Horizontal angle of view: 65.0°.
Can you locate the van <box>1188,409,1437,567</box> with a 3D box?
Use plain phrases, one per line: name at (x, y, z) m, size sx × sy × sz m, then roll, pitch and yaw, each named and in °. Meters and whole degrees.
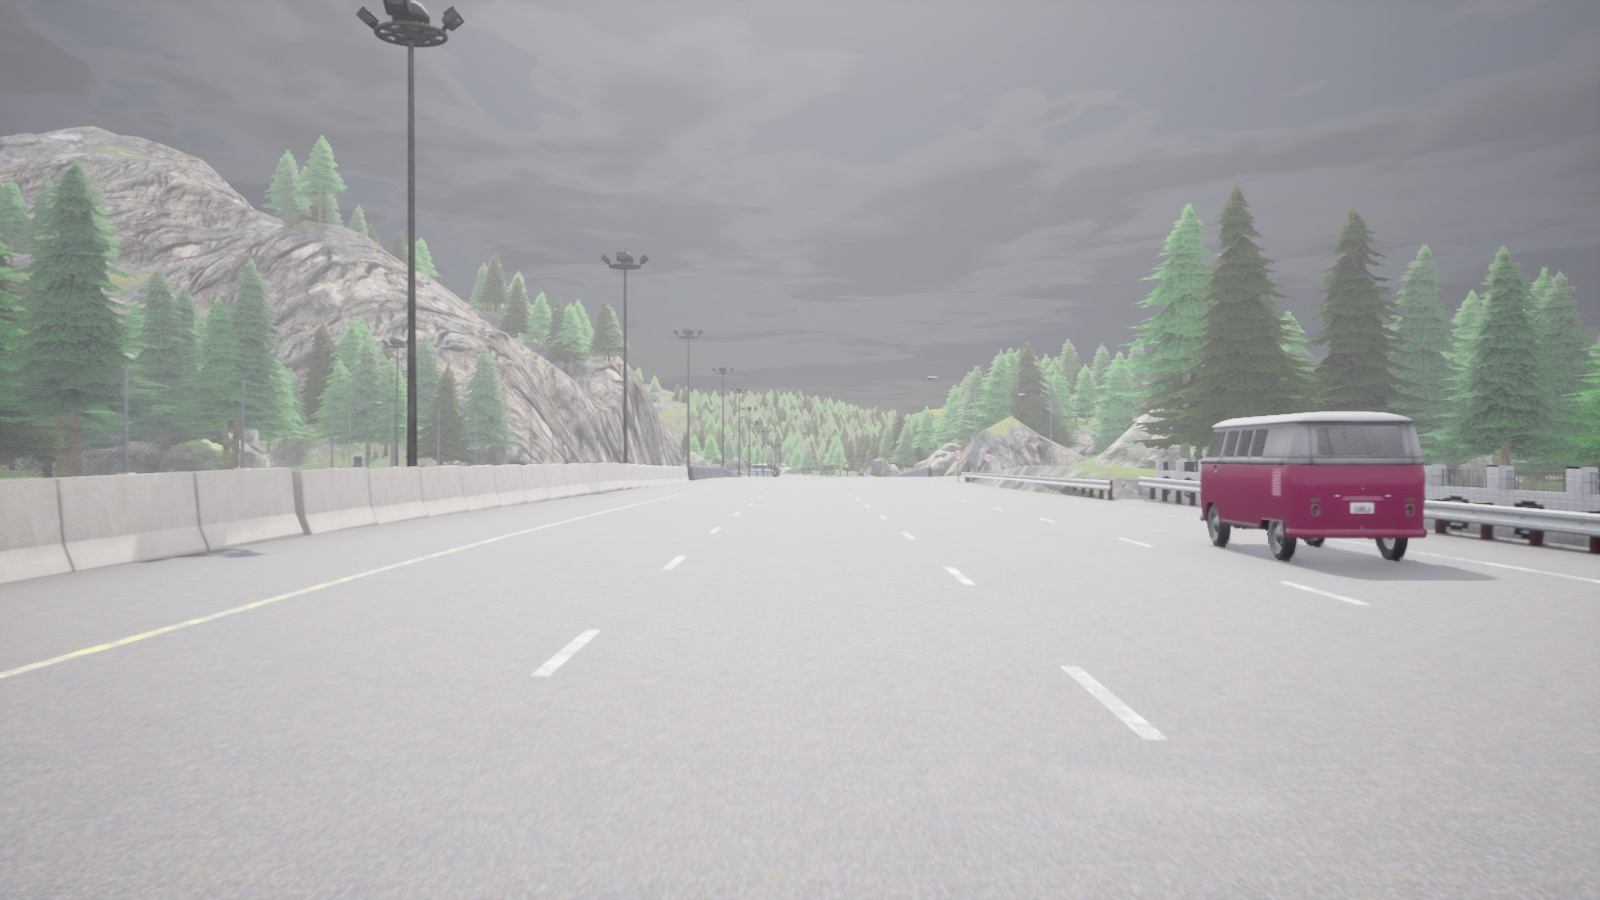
van at (7.118, 0.492, 17.995) m, size 1.775 × 1.987 × 4.442 m, roll 0°, pitch 0°, yaw 0°
